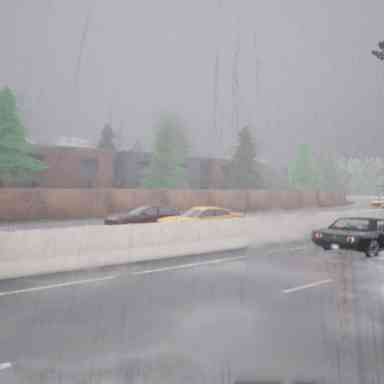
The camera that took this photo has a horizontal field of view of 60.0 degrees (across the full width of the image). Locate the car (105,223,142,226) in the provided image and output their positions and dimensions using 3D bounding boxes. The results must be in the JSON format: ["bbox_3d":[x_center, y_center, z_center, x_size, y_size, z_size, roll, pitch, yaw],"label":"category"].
[{"bbox_3d":[-2.563,1.491,19.360,5.008,1.535,1.882,0,0,-36],"label":"car"}]

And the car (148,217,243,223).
[{"bbox_3d":[0.500,1.494,17.247,5.008,1.535,1.882,0,0,-36],"label":"car"}]

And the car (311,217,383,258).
[{"bbox_3d":[6.811,1.622,12.905,4.718,1.301,1.895,0,0,-36],"label":"car"}]
